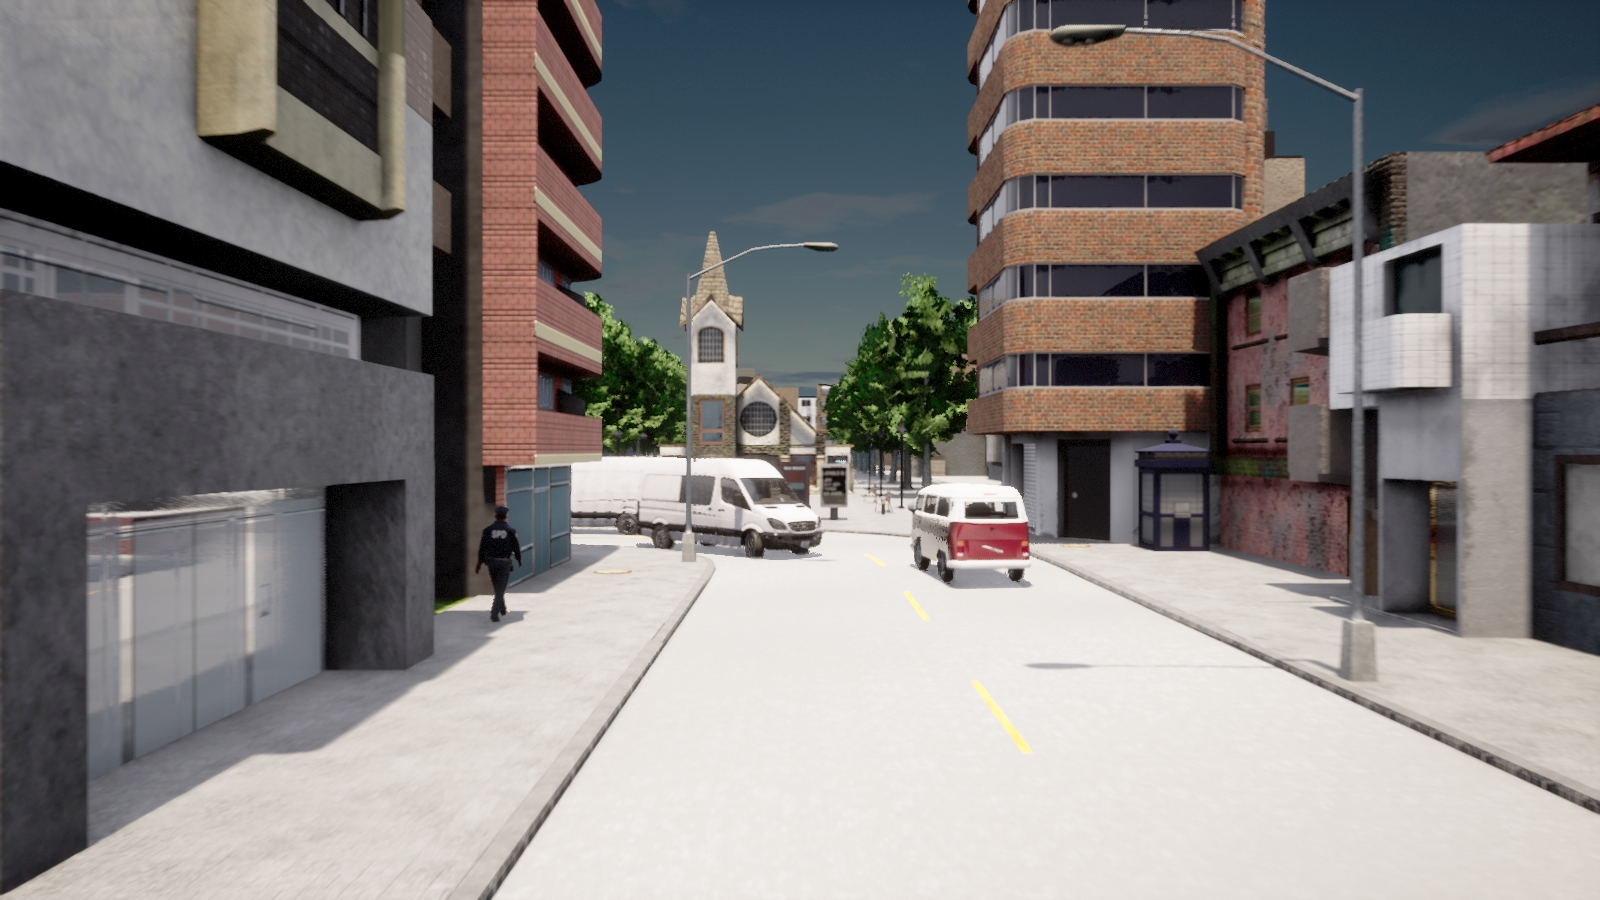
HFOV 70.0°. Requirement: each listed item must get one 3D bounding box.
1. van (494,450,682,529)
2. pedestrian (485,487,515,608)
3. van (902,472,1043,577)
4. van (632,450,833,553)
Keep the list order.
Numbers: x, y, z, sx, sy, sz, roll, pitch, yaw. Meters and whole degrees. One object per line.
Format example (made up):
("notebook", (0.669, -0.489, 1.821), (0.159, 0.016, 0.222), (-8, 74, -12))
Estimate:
("van", (-7.115, 1.291, 38.542), (5.915, 2.561, 1.988), (0, -1, 12))
("pedestrian", (-4.681, 1.511, 17.847), (0.375, 1.860, 0.375), (0, 0, -1))
("van", (3.699, 1.545, 25.378), (2.069, 2.038, 4.480), (0, 0, -6))
("van", (-1.957, 1.296, 31.210), (5.915, 2.561, 1.988), (0, -1, 44))
